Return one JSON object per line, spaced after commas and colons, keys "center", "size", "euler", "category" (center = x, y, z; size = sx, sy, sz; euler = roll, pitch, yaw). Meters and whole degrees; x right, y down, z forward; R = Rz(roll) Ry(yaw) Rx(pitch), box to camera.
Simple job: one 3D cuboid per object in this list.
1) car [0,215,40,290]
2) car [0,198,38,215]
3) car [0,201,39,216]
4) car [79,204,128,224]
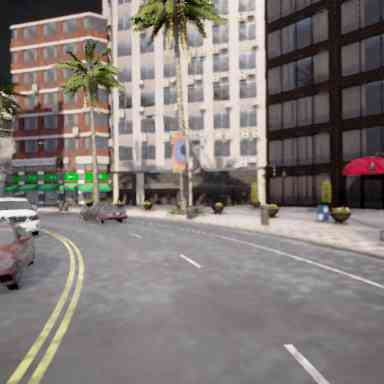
{"center": [-5.455, 1.593, 9.088], "size": [1.812, 1.442, 4.674], "euler": [-1, 0, -19], "category": "car"}
{"center": [-10.125, 1.348, 18.648], "size": [2.150, 2.045, 5.566], "euler": [-1, 0, -35], "category": "car"}
{"center": [-18.760, 1.760, 35.997], "size": [4.674, 1.442, 1.812], "euler": [0, 0, 33], "category": "car"}
{"center": [-7.006, 1.640, 25.999], "size": [2.033, 1.411, 5.357], "euler": [-1, 0, -41], "category": "car"}
